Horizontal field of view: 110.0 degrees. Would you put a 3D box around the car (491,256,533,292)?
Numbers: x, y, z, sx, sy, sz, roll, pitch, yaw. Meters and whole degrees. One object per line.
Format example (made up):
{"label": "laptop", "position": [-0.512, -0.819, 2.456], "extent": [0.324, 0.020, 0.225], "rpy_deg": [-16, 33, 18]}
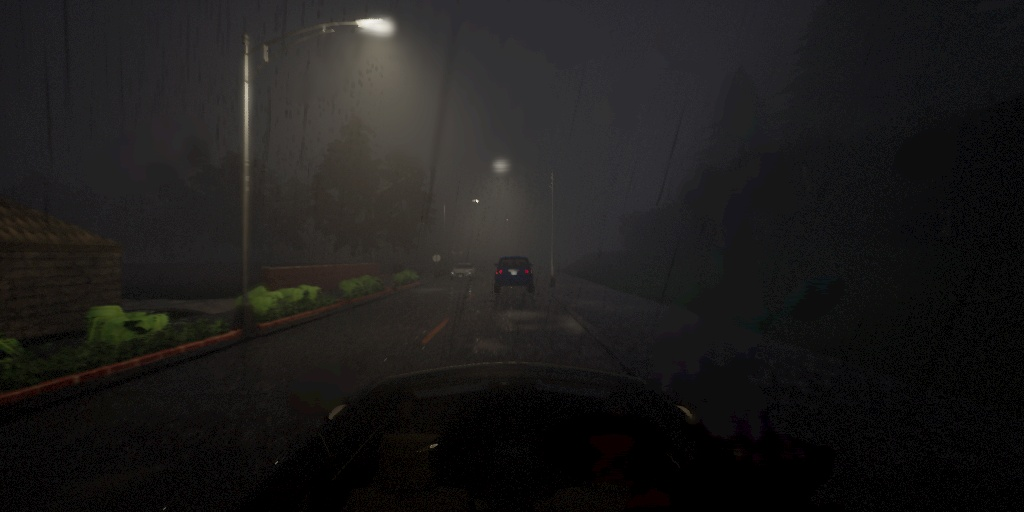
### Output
{"label": "car", "position": [0.102, 1.013, 21.779], "extent": [2.150, 2.045, 5.566], "rpy_deg": [0, 0, 0]}

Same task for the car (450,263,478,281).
{"label": "car", "position": [-4.082, 1.334, 30.801], "extent": [1.812, 1.442, 4.674], "rpy_deg": [0, 0, 0]}
